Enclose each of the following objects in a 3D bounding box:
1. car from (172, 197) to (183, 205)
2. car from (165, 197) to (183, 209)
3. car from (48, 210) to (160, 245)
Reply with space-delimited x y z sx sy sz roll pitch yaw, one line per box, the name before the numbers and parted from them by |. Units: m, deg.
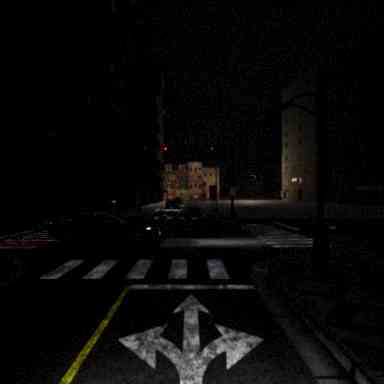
car | -2.785 1.778 64.355 1.837 1.490 4.892 0 0 0
car | -2.830 1.735 47.862 2.033 1.411 5.357 0 0 0
car | -3.938 1.581 15.143 4.902 1.511 2.128 0 0 0
